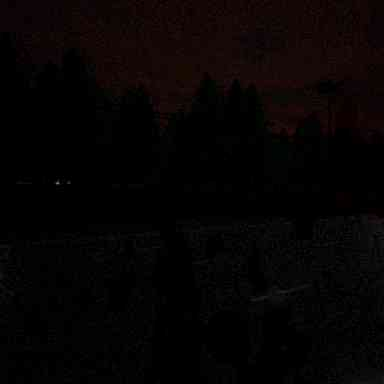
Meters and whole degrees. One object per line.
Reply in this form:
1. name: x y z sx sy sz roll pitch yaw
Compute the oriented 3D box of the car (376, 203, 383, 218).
1. car: 18.506 1.527 29.844 5.008 1.535 1.882 0 0 -35
